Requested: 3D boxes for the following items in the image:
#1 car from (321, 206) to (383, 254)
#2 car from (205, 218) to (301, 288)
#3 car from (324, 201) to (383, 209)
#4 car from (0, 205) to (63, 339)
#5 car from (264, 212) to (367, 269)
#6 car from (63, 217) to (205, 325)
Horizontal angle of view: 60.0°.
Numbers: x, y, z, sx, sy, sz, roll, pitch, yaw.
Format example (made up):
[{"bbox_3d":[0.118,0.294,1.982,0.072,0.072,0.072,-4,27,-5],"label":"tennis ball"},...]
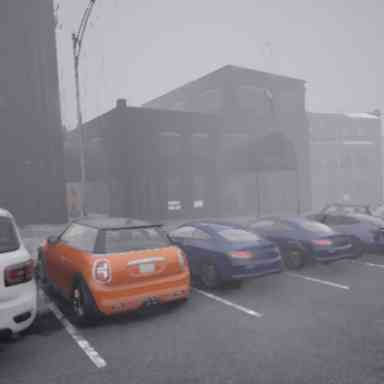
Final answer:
[{"bbox_3d":[5.234,1.475,12.766,2.163,1.488,4.792,0,0,-35],"label":"car"},{"bbox_3d":[0.364,1.503,9.257,2.002,1.452,4.674,0,0,-35],"label":"car"},{"bbox_3d":[7.625,1.311,14.472,2.185,1.767,4.553,0,0,-35],"label":"car"},{"bbox_3d":[-4.338,1.229,5.944,2.435,2.045,5.566,0,0,-35],"label":"car"},{"bbox_3d":[2.859,1.494,11.034,2.002,1.452,4.674,0,0,-35],"label":"car"},{"bbox_3d":[-2.012,1.346,7.528,2.185,1.767,4.553,0,0,-35],"label":"car"}]
